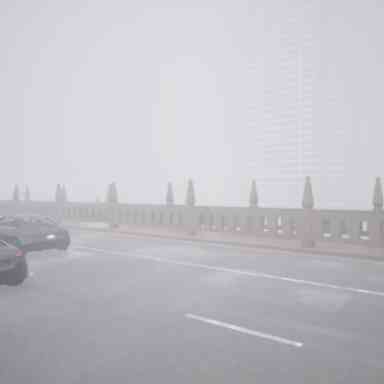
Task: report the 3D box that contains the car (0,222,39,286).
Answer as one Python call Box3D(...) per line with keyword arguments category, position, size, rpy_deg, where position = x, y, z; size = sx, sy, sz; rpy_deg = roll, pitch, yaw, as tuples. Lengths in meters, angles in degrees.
Box3D(category="car", position=(-5.927, 1.564, 8.216), size=(4.181, 1.385, 1.994), rpy_deg=(0, 0, 35))

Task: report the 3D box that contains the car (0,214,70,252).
Box3D(category="car", position=(-6.676, 1.564, 13.048), size=(4.181, 1.385, 1.994), rpy_deg=(0, 0, 35))
